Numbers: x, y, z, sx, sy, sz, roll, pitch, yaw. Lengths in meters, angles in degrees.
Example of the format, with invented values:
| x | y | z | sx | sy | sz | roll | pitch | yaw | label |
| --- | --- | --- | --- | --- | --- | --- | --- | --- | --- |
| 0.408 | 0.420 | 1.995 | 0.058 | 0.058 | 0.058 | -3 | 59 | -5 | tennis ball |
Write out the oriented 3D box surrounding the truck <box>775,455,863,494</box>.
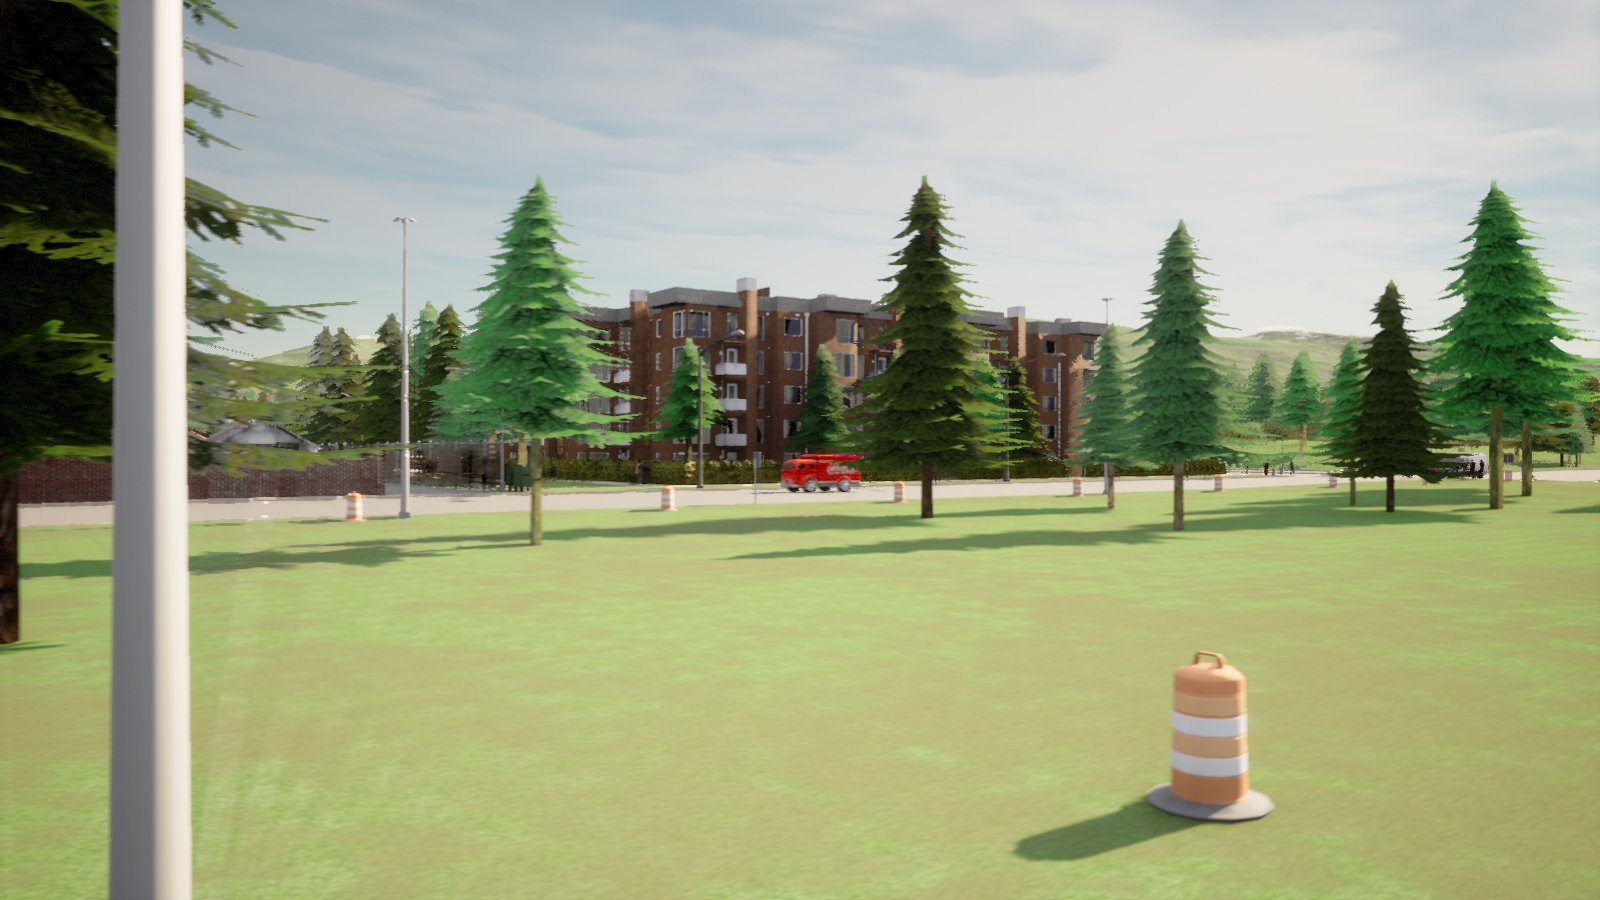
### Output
| x | y | z | sx | sy | sz | roll | pitch | yaw | label |
| --- | --- | --- | --- | --- | --- | --- | --- | --- | --- |
| 1.270 | 1.569 | 75.544 | 5.204 | 2.467 | 2.627 | 0 | 0 | -35 | truck |
